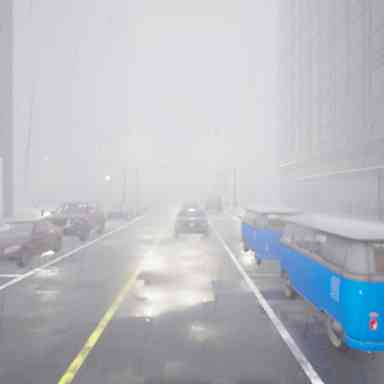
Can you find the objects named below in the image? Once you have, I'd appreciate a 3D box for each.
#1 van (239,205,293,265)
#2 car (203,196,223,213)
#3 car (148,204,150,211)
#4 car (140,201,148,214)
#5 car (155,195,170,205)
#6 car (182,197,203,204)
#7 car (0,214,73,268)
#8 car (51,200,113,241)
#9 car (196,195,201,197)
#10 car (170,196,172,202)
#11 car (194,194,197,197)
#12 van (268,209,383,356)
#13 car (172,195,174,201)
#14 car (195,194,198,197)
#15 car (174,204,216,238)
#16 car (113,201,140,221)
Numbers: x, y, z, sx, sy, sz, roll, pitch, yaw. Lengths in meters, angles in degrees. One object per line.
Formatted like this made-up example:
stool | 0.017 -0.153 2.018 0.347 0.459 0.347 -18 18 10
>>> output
van | 2.698 1.374 11.533 1.690 1.788 3.998 0 0 0
car | 2.517 1.442 39.627 2.192 1.841 5.009 0 0 0
car | -6.007 1.723 39.551 1.802 1.307 4.206 0 0 0
car | -5.971 1.704 33.933 1.802 1.307 4.206 0 0 0
car | -6.181 1.555 66.405 2.192 1.841 5.009 0 0 0
car | -0.148 1.620 38.609 2.128 1.511 4.902 0 0 0
car | -5.826 1.629 11.460 1.802 1.307 4.206 0 0 0
car | -5.863 1.380 17.079 2.192 1.841 5.009 0 0 0
car | 2.344 1.777 66.479 2.008 1.369 4.403 0 0 0
car | -6.252 1.809 77.507 1.752 1.417 4.829 0 0 0
car | 2.199 1.861 89.023 1.887 1.381 4.507 0 0 0
van | 2.734 1.356 5.915 1.690 1.788 3.998 0 0 0
car | -6.289 1.852 83.314 1.887 1.381 4.507 0 0 0
car | 2.235 1.838 83.386 1.887 1.381 4.507 0 0 0
car | -0.017 1.607 18.222 2.033 1.411 5.357 0 0 0
car | -5.935 1.647 28.315 1.887 1.381 4.507 0 0 0
